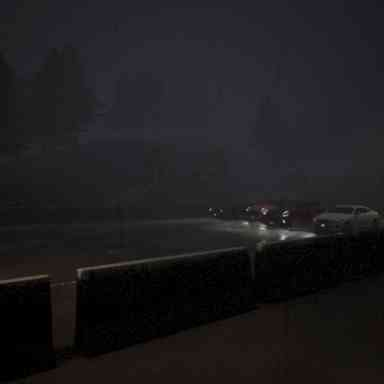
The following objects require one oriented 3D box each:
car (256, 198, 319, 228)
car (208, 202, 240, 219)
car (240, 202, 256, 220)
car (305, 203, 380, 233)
[{"bbox_3d":[6.668,1.273,21.507,4.553,1.767,2.097,-1,0,-35],"label":"car"},{"bbox_3d":[3.685,1.507,27.958,4.718,1.301,1.895,0,0,-35],"label":"car"},{"bbox_3d":[6.257,1.257,25.484,4.553,1.767,2.097,-1,0,-35],"label":"car"},{"bbox_3d":[8.736,1.451,18.680,4.674,1.442,1.812,0,0,-35],"label":"car"}]
